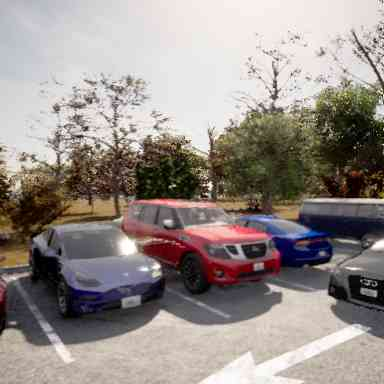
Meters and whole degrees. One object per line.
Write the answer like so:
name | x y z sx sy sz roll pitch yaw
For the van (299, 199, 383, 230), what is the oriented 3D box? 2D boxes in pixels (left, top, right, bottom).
van | 6.913 1.283 14.375 1.878 1.987 4.442 -1 0 -35

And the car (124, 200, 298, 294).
car | -0.153 1.267 9.451 2.435 2.045 5.566 1 0 -35

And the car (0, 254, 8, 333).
car | -4.752 1.507 6.170 2.163 1.488 4.792 1 0 -35

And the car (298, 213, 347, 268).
car | 2.141 1.536 11.114 2.097 1.535 5.008 1 0 -35

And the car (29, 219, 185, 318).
car | -2.452 1.528 7.810 2.163 1.488 4.792 1 0 -35

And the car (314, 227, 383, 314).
car | 4.793 1.617 7.075 4.181 1.385 1.994 0 0 -35
